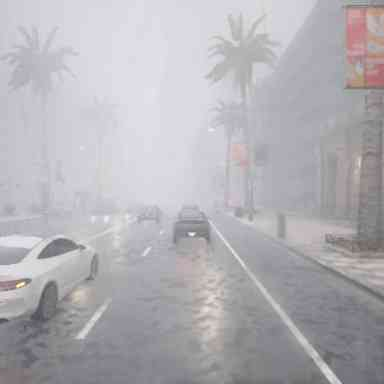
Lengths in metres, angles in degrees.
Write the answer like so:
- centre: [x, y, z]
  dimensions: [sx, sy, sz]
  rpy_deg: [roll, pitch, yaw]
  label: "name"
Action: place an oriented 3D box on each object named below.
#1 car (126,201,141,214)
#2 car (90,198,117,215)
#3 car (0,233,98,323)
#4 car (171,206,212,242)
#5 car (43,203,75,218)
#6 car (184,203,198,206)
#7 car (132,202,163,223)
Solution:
- centre: [-7.402, 2.029, 43.616]
  dimensions: [1.837, 1.490, 4.892]
  rpy_deg: [0, -1, 0]
  label: "car"
- centre: [-10.892, 1.717, 41.440]
  dimensions: [2.150, 2.045, 5.566]
  rpy_deg: [0, 0, 0]
  label: "car"
- centre: [-3.461, 1.614, 7.249]
  dimensions: [1.812, 1.442, 4.674]
  rpy_deg: [0, -1, -1]
  label: "car"
- centre: [-0.020, 1.715, 17.640]
  dimensions: [1.837, 1.490, 4.892]
  rpy_deg: [0, -1, 0]
  label: "car"
- centre: [-13.834, 1.901, 34.819]
  dimensions: [2.231, 1.521, 4.892]
  rpy_deg: [0, -1, 0]
  label: "car"
- centre: [-0.150, 1.901, 35.388]
  dimensions: [1.882, 1.535, 5.008]
  rpy_deg: [0, -1, 0]
  label: "car"
- centre: [-3.604, 1.897, 29.077]
  dimensions: [2.033, 1.411, 5.357]
  rpy_deg: [0, -1, 0]
  label: "car"
